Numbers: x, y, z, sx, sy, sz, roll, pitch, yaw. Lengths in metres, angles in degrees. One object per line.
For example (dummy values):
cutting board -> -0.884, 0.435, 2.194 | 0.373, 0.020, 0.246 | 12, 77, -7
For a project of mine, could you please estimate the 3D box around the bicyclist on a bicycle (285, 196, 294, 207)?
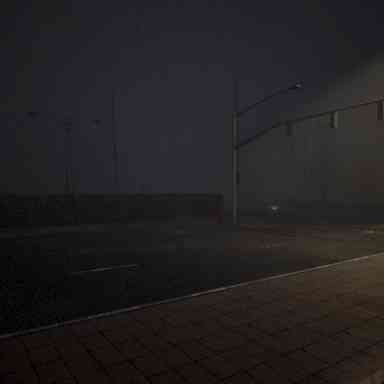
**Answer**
bicyclist on a bicycle -> 14.378, 1.452, 49.104 | 1.656, 1.620, 0.582 | 0, 0, -22

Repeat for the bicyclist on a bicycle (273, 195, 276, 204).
bicyclist on a bicycle -> 13.415, 1.299, 54.019 | 0.582, 1.620, 1.656 | 0, 0, 22
